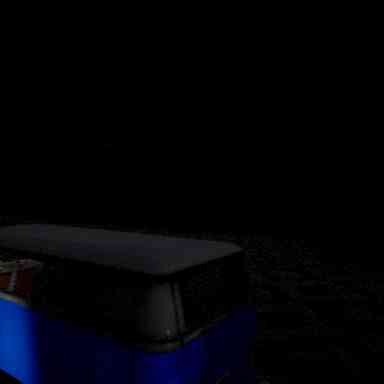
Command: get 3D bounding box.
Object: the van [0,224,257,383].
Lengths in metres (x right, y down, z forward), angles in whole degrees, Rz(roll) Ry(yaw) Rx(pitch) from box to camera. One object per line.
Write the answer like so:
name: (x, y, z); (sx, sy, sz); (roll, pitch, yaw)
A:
van: (-1.252, 1.339, 3.857); (3.998, 1.788, 1.690); (0, 0, 35)
